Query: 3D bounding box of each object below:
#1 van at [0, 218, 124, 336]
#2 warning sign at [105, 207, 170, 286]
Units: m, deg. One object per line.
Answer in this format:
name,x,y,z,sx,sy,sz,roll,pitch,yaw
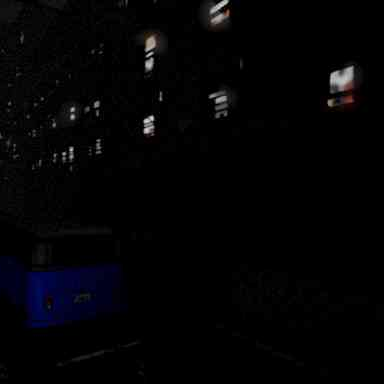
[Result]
van,-2.911,1.486,6.806,1.690,1.788,3.998,3,-2,-39
warning sign,-1.431,1.345,8.764,1.300,1.860,1.060,2,-2,-39
